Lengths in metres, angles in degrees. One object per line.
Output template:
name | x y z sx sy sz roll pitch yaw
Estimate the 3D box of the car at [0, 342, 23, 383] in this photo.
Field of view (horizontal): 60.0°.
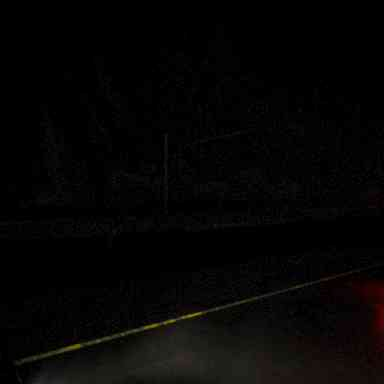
car | -3.195 1.353 1.457 4.553 1.767 2.097 0 0 -36
